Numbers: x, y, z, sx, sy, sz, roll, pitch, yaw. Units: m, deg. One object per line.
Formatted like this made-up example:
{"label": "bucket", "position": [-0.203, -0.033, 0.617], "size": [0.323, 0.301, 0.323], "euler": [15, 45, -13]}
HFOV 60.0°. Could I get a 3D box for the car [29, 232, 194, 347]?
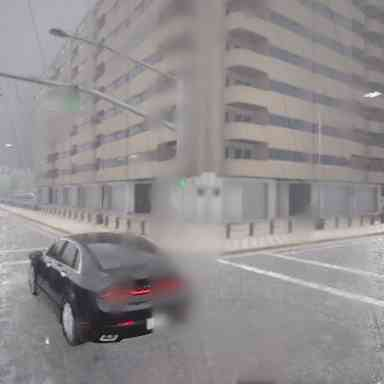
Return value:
{"label": "car", "position": [-1.867, 1.543, 6.528], "size": [1.837, 1.490, 4.892], "euler": [1, -1, -35]}
